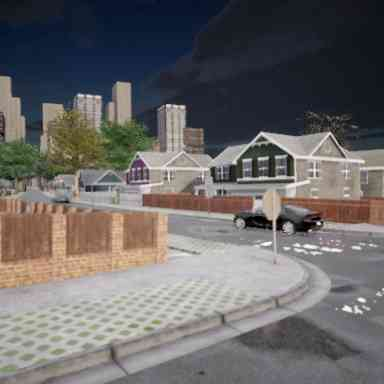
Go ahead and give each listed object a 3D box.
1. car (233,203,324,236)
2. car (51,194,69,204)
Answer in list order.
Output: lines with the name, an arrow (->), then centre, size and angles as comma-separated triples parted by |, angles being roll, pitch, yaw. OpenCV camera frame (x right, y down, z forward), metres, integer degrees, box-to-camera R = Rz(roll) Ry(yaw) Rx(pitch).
car -> 4.401, 1.323, 17.634 | 1.882, 1.535, 5.008 | -2, 2, -41
car -> -19.658, 1.022, 49.525 | 1.994, 1.385, 4.181 | -2, 1, -33
